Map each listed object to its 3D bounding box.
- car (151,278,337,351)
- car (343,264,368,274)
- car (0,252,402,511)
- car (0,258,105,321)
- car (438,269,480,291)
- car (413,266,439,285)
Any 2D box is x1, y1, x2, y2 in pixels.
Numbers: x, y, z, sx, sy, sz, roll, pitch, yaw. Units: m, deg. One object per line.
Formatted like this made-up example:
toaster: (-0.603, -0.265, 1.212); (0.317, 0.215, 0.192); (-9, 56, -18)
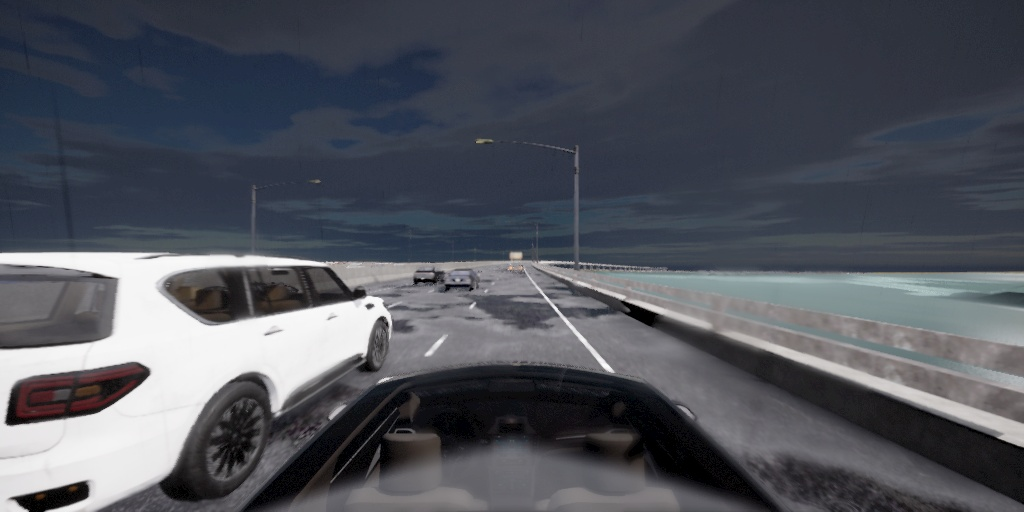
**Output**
car: (-6.886, 1.411, 9.931); (1.994, 1.385, 4.181); (0, -1, 0)
car: (-24.025, 1.902, 55.249); (1.812, 1.442, 4.674); (0, -1, 2)
car: (-3.399, 1.006, 4.618); (2.150, 2.045, 5.566); (0, -1, 0)
car: (-17.580, 1.087, 11.755); (2.150, 2.045, 5.566); (0, -1, 0)
car: (-3.306, 1.566, 24.456); (2.033, 1.411, 5.357); (0, -1, 0)
car: (-6.757, 1.571, 29.733); (2.128, 1.511, 4.902); (0, -1, 1)
